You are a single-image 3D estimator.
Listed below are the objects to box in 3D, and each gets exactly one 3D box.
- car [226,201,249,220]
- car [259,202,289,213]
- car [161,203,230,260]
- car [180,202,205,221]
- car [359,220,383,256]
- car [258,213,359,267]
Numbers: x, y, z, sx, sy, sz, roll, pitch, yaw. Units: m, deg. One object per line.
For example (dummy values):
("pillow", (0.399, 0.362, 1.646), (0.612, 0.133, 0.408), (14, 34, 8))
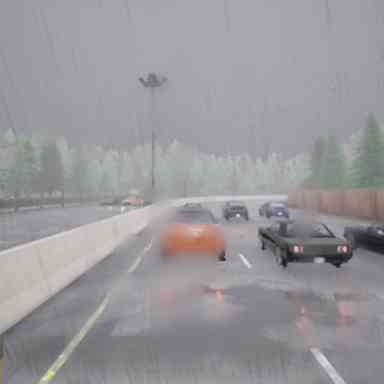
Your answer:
("car", (3.554, 1.530, 27.956), (1.837, 1.490, 4.892), (0, 0, 0))
("car", (7.058, 1.550, 28.878), (1.812, 1.442, 4.674), (0, 0, 0))
("car", (0.056, 1.361, 12.569), (2.097, 1.767, 4.553), (0, 0, 0))
("car", (0.055, 1.587, 28.410), (1.994, 1.385, 4.181), (0, 0, 0))
("car", (7.050, 1.611, 11.438), (1.895, 1.301, 4.718), (0, 0, 0))
("car", (3.550, 1.611, 11.441), (1.895, 1.301, 4.718), (0, 0, 0))
